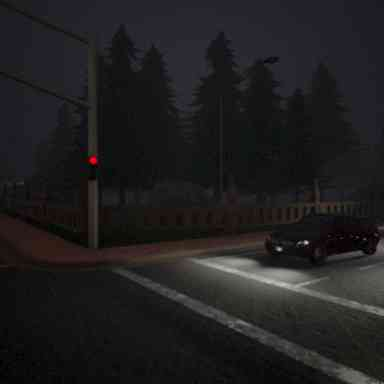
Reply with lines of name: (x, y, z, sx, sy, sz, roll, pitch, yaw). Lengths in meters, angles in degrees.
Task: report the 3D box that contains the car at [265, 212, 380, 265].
car: (4.608, 1.456, 11.436, 4.674, 1.442, 1.812, 0, 0, -33)
